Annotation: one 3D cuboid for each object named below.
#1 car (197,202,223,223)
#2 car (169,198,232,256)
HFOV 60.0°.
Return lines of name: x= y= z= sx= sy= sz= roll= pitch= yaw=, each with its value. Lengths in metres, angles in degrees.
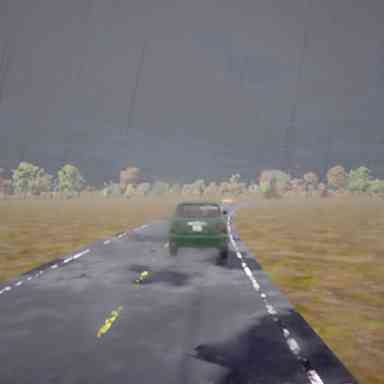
car: x=1.671 y=1.738 z=29.215 sx=1.882 sy=1.535 sz=5.008 roll=0 pitch=0 yaw=7
car: x=0.334 y=1.345 z=13.922 sx=2.150 sy=2.045 sz=5.566 roll=0 pitch=0 yaw=3
